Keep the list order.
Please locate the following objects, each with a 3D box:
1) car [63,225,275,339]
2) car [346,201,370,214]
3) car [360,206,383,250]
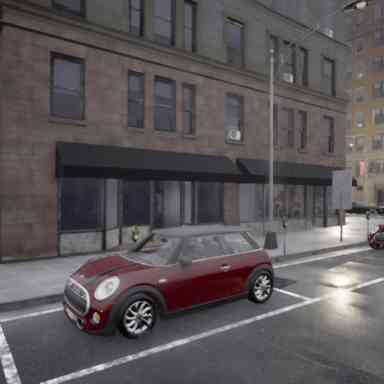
[{"bbox_3d":[-0.327,1.439,6.513,4.097,1.590,1.967,0,0,-35],"label":"car"},{"bbox_3d":[15.589,1.517,30.734,1.895,1.301,4.718,1,0,-36],"label":"car"},{"bbox_3d":[8.632,1.438,12.872,4.097,1.590,1.967,0,0,-35],"label":"car"}]
